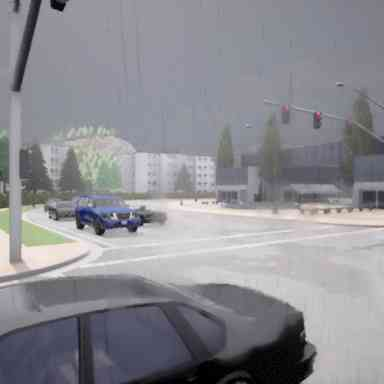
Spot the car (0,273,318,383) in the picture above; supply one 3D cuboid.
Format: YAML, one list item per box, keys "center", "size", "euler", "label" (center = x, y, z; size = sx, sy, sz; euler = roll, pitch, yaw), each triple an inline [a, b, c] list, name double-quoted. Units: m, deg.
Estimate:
- center: [-1.241, 1.546, 2.848]
  size: [5.357, 1.411, 2.033]
  euler: [0, 0, -33]
  label: "car"

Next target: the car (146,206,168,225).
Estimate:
- center: [-3.566, 1.581, 23.106]
  size: [1.895, 1.301, 4.718]
  euler: [0, 0, -35]
  label: "car"

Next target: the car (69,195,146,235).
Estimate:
- center: [-5.029, 1.208, 19.121]
  size: [2.150, 2.045, 5.566]
  euler: [0, 0, -35]
  label: "car"

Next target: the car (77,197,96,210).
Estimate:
- center: [-13.642, 1.475, 43.185]
  size: [1.837, 1.490, 4.892]
  euler: [0, 1, -13]
  label: "car"

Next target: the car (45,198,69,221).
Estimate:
- center: [-10.553, 1.489, 27.362]
  size: [1.837, 1.490, 4.892]
  euler: [0, 0, -31]
  label: "car"

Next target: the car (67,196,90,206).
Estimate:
- center: [-18.580, 1.466, 54.779]
  size: [2.128, 1.511, 4.902]
  euler: [0, 0, 1]
  label: "car"

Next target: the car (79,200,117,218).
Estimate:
- center: [-8.936, 1.526, 31.118]
  size: [2.033, 1.411, 5.357]
  euler: [0, 0, -32]
  label: "car"
